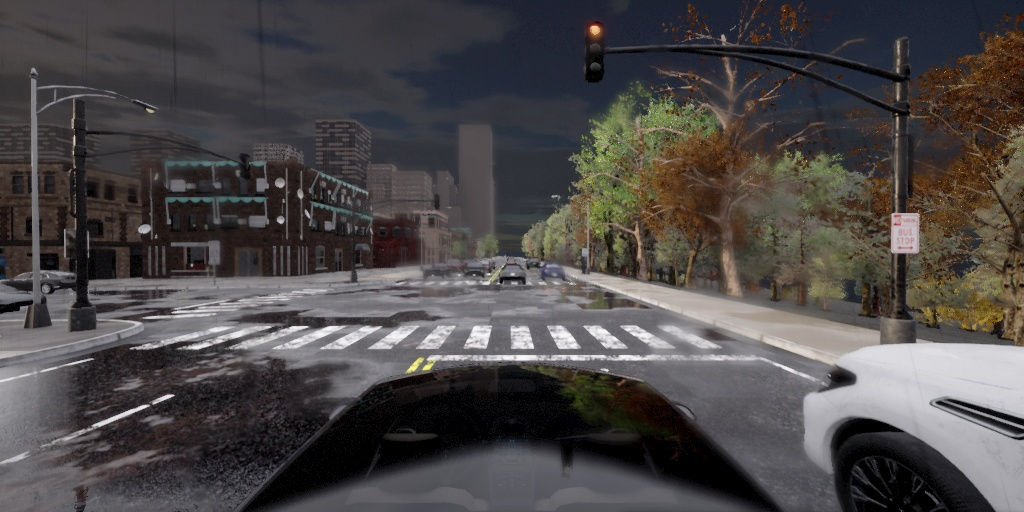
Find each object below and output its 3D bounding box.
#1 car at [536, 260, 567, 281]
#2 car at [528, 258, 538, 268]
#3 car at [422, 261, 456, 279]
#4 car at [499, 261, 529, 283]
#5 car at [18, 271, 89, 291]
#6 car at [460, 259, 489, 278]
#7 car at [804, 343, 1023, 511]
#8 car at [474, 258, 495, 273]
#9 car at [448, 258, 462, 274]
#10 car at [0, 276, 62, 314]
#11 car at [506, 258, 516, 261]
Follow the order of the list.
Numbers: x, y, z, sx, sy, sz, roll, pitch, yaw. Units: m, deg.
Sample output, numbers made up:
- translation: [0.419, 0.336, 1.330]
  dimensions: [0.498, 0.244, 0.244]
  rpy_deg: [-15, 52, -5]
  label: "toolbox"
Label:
- translation: [3.293, 1.266, 29.719]
  dimensions: [1.812, 1.442, 4.674]
  rpy_deg: [0, 0, 0]
  label: "car"
- translation: [3.241, 1.081, 54.644]
  dimensions: [2.097, 1.767, 4.553]
  rpy_deg: [0, 0, 0]
  label: "car"
- translation: [-6.670, 1.340, 32.486]
  dimensions: [1.895, 1.301, 4.718]
  rpy_deg: [0, 0, 0]
  label: "car"
- translation: [0.046, 1.305, 28.072]
  dimensions: [1.994, 1.385, 4.181]
  rpy_deg: [0, 0, 0]
  label: "car"
- translation: [-28.321, 1.559, 21.633]
  dimensions: [4.403, 1.370, 2.007]
  rpy_deg: [0, 0, 0]
  label: "car"
- translation: [-3.438, 1.286, 33.875]
  dimensions: [2.033, 1.411, 5.357]
  rpy_deg: [0, 0, -4]
  label: "car"
- translation: [3.355, 0.972, 0.382]
  dimensions: [2.150, 2.045, 5.566]
  rpy_deg: [0, 0, 0]
  label: "car"
- translation: [-3.424, 1.261, 43.338]
  dimensions: [1.812, 1.442, 4.674]
  rpy_deg: [0, 0, 0]
  label: "car"
- translation: [-6.672, 1.087, 41.571]
  dimensions: [2.097, 1.767, 4.553]
  rpy_deg: [0, 0, 0]
  label: "car"
- translation: [-19.971, 1.564, 13.138]
  dimensions: [4.313, 1.339, 1.948]
  rpy_deg: [0, 0, 0]
  label: "car"
- translation: [-0.131, 1.289, 63.600]
  dimensions: [1.994, 1.385, 4.181]
  rpy_deg: [0, 0, 0]
  label: "car"
